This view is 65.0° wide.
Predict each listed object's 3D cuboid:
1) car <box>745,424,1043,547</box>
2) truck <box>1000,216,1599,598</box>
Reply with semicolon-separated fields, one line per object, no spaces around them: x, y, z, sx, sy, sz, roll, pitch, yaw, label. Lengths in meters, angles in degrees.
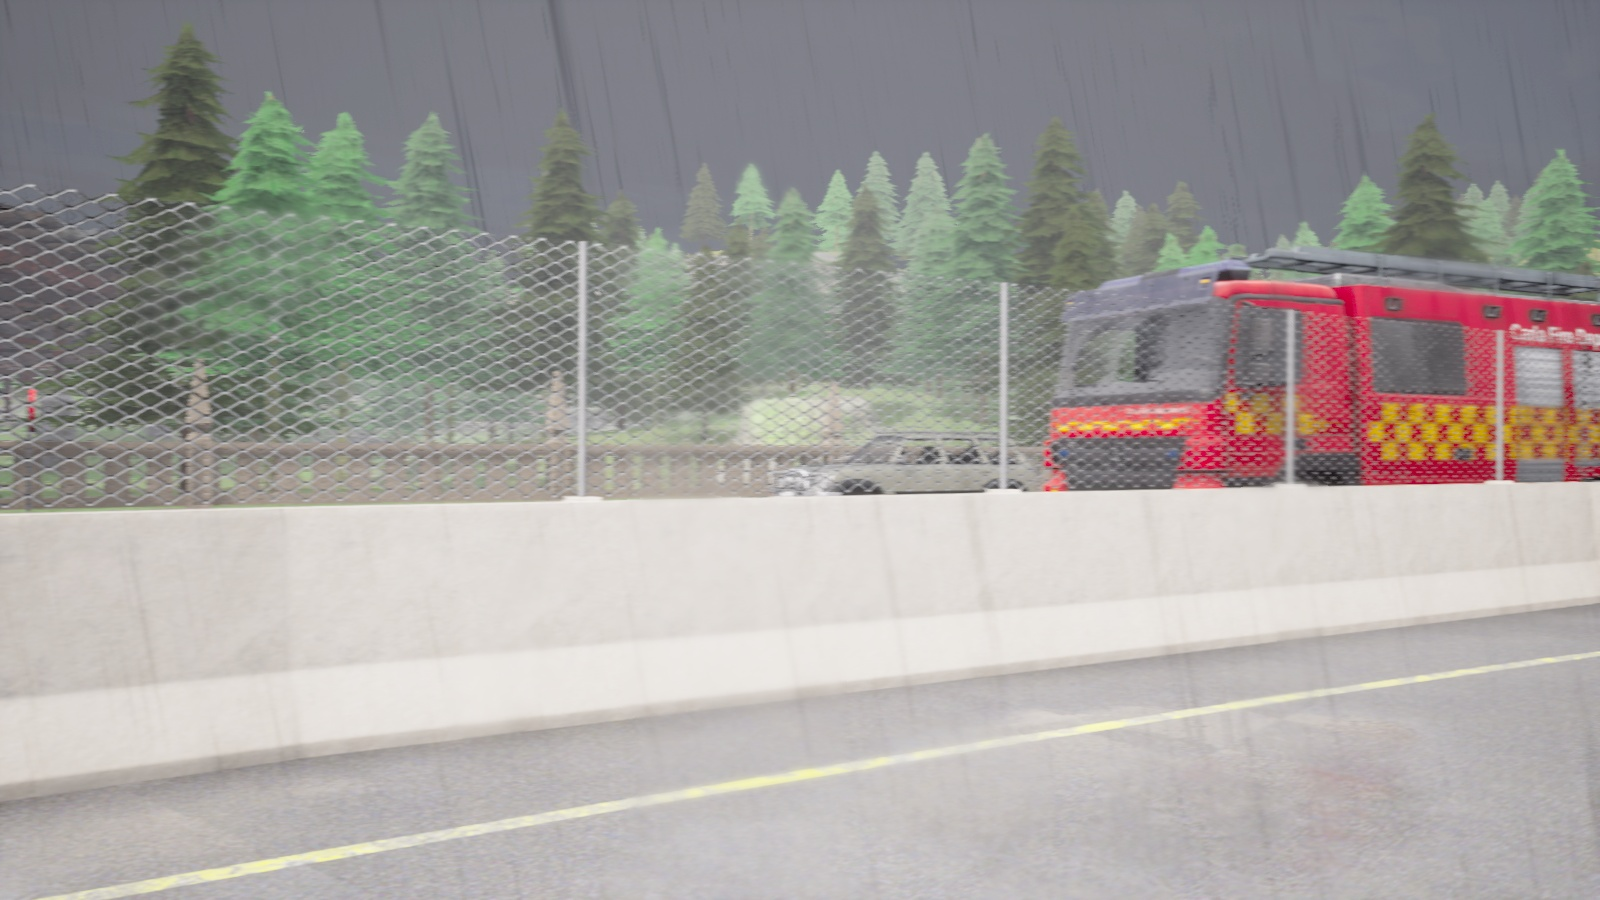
1.588;0.542;20.868;4.605;1.855;1.932;0;0;-28;car
6.849;-0.434;15.733;8.468;3.827;2.891;0;0;-26;truck
